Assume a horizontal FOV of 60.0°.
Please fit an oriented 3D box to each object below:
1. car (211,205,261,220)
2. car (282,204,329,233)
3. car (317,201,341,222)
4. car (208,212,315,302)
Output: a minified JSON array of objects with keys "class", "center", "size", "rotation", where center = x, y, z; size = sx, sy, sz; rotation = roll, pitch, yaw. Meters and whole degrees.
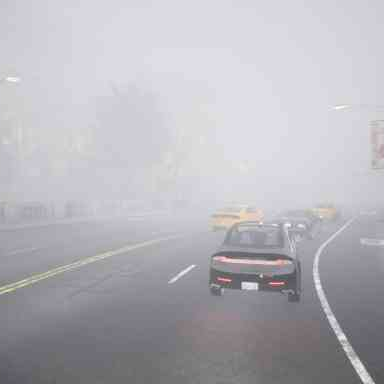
[{"class":"car","center":[2.786,1.478,19.358],"size":[1.882,1.535,5.008],"rotation":[0,0,28]},{"class":"car","center":[5.559,1.547,17.320],"size":[2.033,1.411,5.357],"rotation":[0,0,29]},{"class":"car","center":[10.584,1.456,26.274],"size":[1.801,1.575,5.366],"rotation":[0,0,30]},{"class":"car","center":[1.695,1.492,8.368],"size":[2.128,1.511,4.902],"rotation":[0,0,15]}]
